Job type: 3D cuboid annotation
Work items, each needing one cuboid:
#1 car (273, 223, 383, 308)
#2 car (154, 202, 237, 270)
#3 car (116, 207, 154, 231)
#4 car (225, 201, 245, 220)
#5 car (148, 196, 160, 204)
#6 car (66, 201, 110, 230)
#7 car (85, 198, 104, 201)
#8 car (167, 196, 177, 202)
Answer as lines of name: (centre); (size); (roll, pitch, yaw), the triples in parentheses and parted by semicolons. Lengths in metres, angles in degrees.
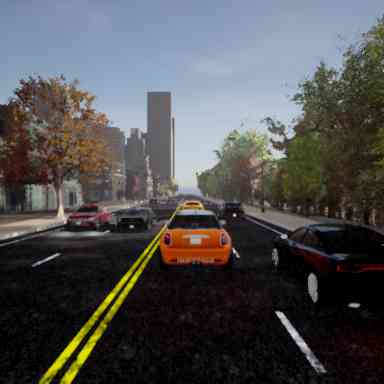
car: (3.350, 1.492, 8.042); (1.882, 1.535, 5.008); (0, 0, 0)
car: (0.103, 1.372, 11.254); (2.097, 1.767, 4.553); (0, 0, 0)
car: (-3.355, 1.637, 20.763); (1.895, 1.301, 4.718); (0, 0, 0)
car: (3.296, 1.553, 28.327); (1.837, 1.490, 4.892); (0, 0, -1)
car: (-7.097, 1.472, 63.316); (1.994, 1.385, 4.181); (0, 0, -1)
car: (-6.609, 1.564, 21.682); (1.812, 1.442, 4.674); (0, 0, 0)
car: (-20.681, 1.948, 71.157); (4.313, 1.339, 1.947); (-1, 1, -1)
car: (-3.848, 1.613, 63.370); (1.837, 1.490, 4.892); (0, 0, -1)
